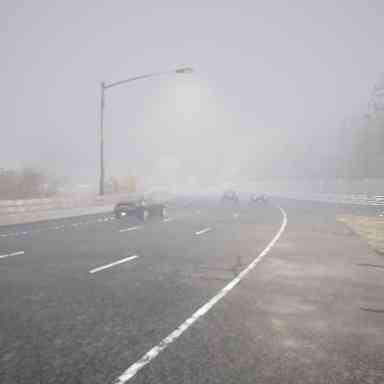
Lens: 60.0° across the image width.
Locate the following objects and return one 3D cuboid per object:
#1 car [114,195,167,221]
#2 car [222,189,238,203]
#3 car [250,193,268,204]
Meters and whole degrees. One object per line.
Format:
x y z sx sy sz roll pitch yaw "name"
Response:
-3.151 0.967 21.404 1.837 1.490 4.892 2 2 18 "car"
5.069 0.421 44.388 2.097 1.767 4.553 1 1 6 "car"
8.489 0.762 42.584 1.895 1.301 4.718 1 1 6 "car"
